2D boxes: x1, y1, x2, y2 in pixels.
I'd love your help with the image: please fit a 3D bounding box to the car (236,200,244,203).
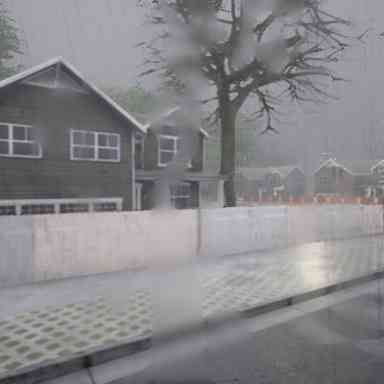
[{"bbox_3d":[5.010,1.654,38.697,1.882,1.535,5.008,-1,0,-36],"label":"car"}]
